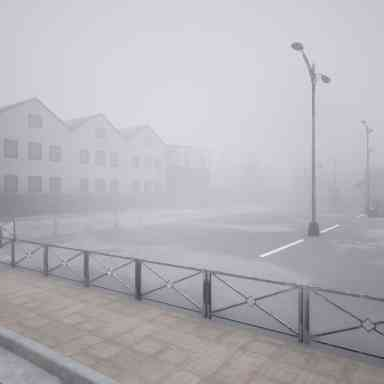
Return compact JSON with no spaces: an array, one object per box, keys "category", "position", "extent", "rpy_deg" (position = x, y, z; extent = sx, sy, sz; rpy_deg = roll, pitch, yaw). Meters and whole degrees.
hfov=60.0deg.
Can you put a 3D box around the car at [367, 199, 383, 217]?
[{"category":"car","position":[15.435,1.298,26.794],"extent":[2.007,1.523,4.514],"rpy_deg":[0,0,35]}]
